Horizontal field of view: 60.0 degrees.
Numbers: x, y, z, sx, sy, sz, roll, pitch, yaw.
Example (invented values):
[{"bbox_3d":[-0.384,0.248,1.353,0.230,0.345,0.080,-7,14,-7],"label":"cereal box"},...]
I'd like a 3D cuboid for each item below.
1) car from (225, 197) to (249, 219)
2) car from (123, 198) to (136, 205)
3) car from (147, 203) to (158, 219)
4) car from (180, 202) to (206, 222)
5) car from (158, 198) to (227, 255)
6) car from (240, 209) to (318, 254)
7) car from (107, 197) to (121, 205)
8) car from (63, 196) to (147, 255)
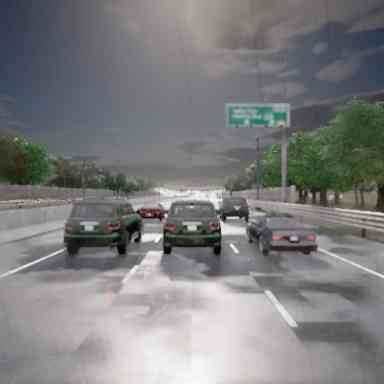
[{"bbox_3d":[3.576,1.426,28.906,2.150,2.045,5.566,0,0,0],"label":"car"},{"bbox_3d":[-13.493,2.054,72.334,1.895,1.301,4.718,0,0,1],"label":"car"},{"bbox_3d":[-3.415,1.690,29.409,1.882,1.535,5.008,0,0,1],"label":"car"},{"bbox_3d":[0.082,1.704,29.216,2.128,1.511,4.902,0,0,1],"label":"car"},{"bbox_3d":[0.017,1.330,13.977,2.150,2.045,5.566,0,0,0],"label":"car"},{"bbox_3d":[3.517,1.661,13.928,2.033,1.411,5.357,0,0,0],"label":"car"},{"bbox_3d":[-16.992,1.959,72.420,1.837,1.490,4.892,0,0,1],"label":"car"},{"bbox_3d":[-3.483,1.330,13.985,2.150,2.045,5.566,0,0,0],"label":"car"}]
